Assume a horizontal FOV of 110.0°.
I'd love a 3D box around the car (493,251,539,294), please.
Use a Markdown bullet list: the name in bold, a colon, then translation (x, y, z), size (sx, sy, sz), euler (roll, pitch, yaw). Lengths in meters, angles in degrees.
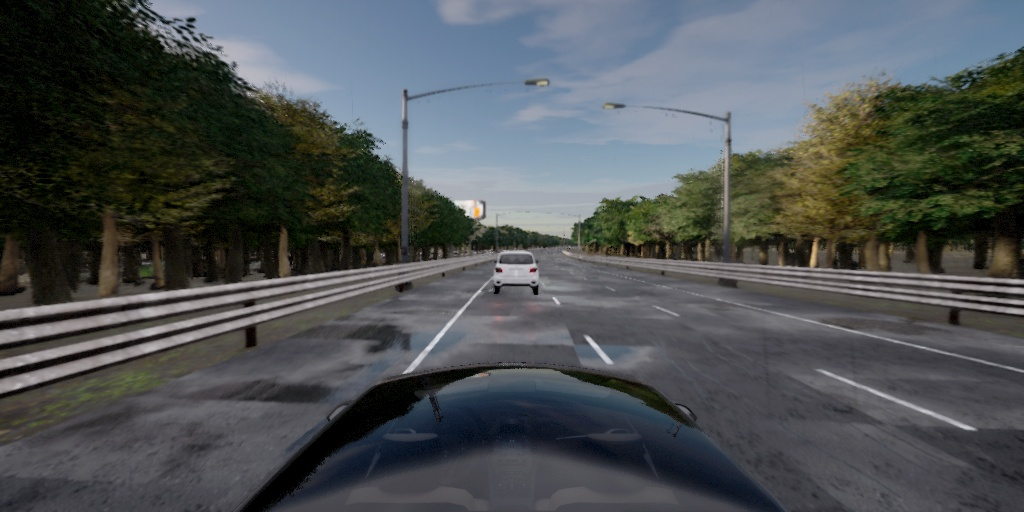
- **car**: translation (0.220, 0.754, 18.771), size (2.150, 2.045, 5.566), euler (0, 1, 1)
